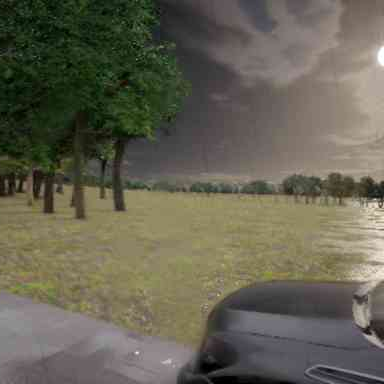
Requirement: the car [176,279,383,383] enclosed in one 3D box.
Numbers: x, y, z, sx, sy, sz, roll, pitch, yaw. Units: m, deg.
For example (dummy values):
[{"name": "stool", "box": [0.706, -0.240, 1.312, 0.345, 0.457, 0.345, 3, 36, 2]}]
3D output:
[{"name": "car", "box": [2.591, 1.298, 2.072, 5.566, 2.045, 2.150, 1, 0, 31]}]
